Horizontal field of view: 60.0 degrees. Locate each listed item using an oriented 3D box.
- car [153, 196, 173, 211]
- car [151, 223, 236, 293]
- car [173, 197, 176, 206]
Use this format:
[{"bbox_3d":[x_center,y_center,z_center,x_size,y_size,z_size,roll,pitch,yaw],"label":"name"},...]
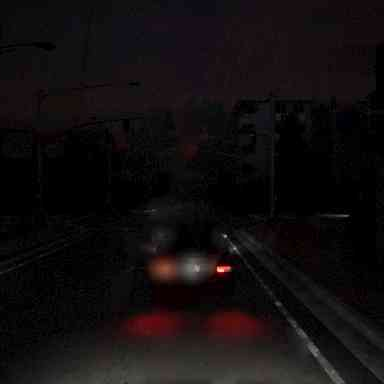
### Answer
[{"bbox_3d":[-3.702,1.504,41.585,1.837,1.490,4.892,0,0,0],"label":"car"},{"bbox_3d":[0.036,1.547,8.960,2.033,1.411,5.357,0,0,0],"label":"car"},{"bbox_3d":[-3.723,1.478,54.721,1.882,1.535,5.008,0,0,0],"label":"car"}]
